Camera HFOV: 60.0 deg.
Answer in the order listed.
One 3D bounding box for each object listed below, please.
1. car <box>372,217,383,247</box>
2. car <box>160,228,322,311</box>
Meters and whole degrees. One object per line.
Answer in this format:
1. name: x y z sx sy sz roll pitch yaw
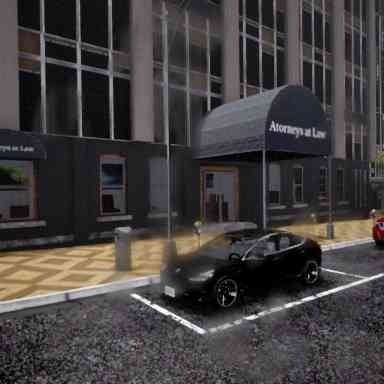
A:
1. car: 9.590 1.310 13.987 5.009 1.841 2.192 0 -1 -37
2. car: 1.309 1.564 7.792 4.313 1.339 1.947 0 -1 -37
